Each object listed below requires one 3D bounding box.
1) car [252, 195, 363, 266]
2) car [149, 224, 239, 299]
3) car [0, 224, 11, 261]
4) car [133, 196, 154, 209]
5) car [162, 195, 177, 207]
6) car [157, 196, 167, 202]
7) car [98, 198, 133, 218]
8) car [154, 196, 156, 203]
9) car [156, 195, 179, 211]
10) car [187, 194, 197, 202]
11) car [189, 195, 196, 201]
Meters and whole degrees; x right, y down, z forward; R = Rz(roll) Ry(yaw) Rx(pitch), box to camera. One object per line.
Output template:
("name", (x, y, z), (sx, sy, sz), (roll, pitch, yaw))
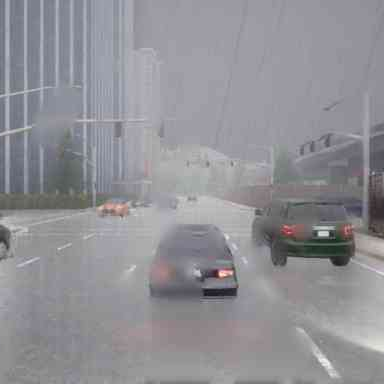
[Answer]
("car", (3.574, 1.221, 11.663), (2.150, 2.045, 5.566), (0, 0, 1))
("car", (0.057, 1.547, 8.630), (2.033, 1.411, 5.357), (0, 0, 1))
("car", (-7.097, 1.505, 9.432), (1.837, 1.490, 4.892), (0, 0, 0))
("car", (-7.117, 1.491, 46.535), (2.128, 1.511, 4.902), (0, 0, 1))
("car", (-3.577, 1.352, 53.528), (2.097, 1.767, 4.553), (0, 0, 0))
("car", (-6.980, 1.593, 77.008), (1.895, 1.301, 4.718), (0, 0, 0))
("car", (-7.093, 1.383, 30.621), (2.097, 1.767, 4.553), (0, 0, 0))
("car", (-7.038, 1.525, 63.479), (1.812, 1.442, 4.674), (0, 0, 0))
("car", (-3.107, 1.366, 41.375), (2.097, 1.767, 4.553), (0, 0, -7))
("car", (0.021, 1.355, 78.648), (2.097, 1.767, 4.553), (0, 0, 0))
("car", (0.024, 1.500, 88.893), (1.837, 1.490, 4.892), (0, 0, 0))
